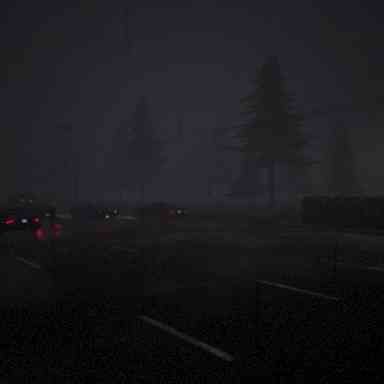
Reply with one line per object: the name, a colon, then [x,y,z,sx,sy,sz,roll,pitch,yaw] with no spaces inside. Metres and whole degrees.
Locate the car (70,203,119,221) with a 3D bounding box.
car: [-7.776,1.525,26.156,1.895,1.301,4.718,0,0,-43]

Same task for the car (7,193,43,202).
car: [-19.836,1.111,38.964,2.150,2.045,5.566,0,0,-43]

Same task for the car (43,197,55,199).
car: [-18.878,1.355,43.052,1.882,1.535,5.008,0,0,-43]

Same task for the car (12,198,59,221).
car: [-11.884,1.453,25.395,1.812,1.442,4.674,0,0,-43]

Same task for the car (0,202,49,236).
car: [-10.044,1.495,18.357,2.033,1.411,5.357,0,0,-43]

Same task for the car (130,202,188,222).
car: [-2.608,1.472,25.778,2.033,1.411,5.357,0,0,-43]
